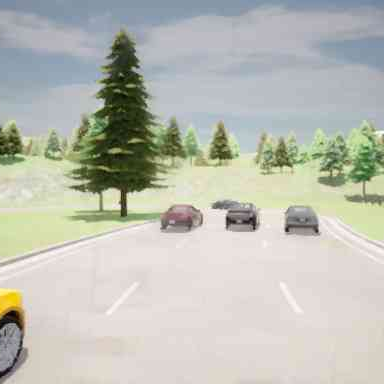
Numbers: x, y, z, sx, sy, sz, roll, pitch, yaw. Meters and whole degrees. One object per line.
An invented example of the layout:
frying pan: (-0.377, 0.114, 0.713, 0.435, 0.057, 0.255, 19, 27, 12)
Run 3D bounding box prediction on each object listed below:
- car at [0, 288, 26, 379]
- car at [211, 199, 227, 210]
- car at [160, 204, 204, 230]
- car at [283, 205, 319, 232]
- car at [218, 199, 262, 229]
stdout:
car: (-3.234, 1.471, 2.479, 1.882, 1.535, 5.008, 0, 0, 3)
car: (3.889, 1.469, 39.245, 1.994, 1.385, 4.181, 0, 0, -26)
car: (-0.536, 1.476, 20.454, 1.812, 1.442, 4.674, 0, 0, 14)
car: (6.433, 1.500, 19.760, 2.033, 1.411, 5.357, 0, 0, 16)
car: (3.312, 1.440, 21.201, 2.128, 1.511, 4.902, 0, 0, 15)
